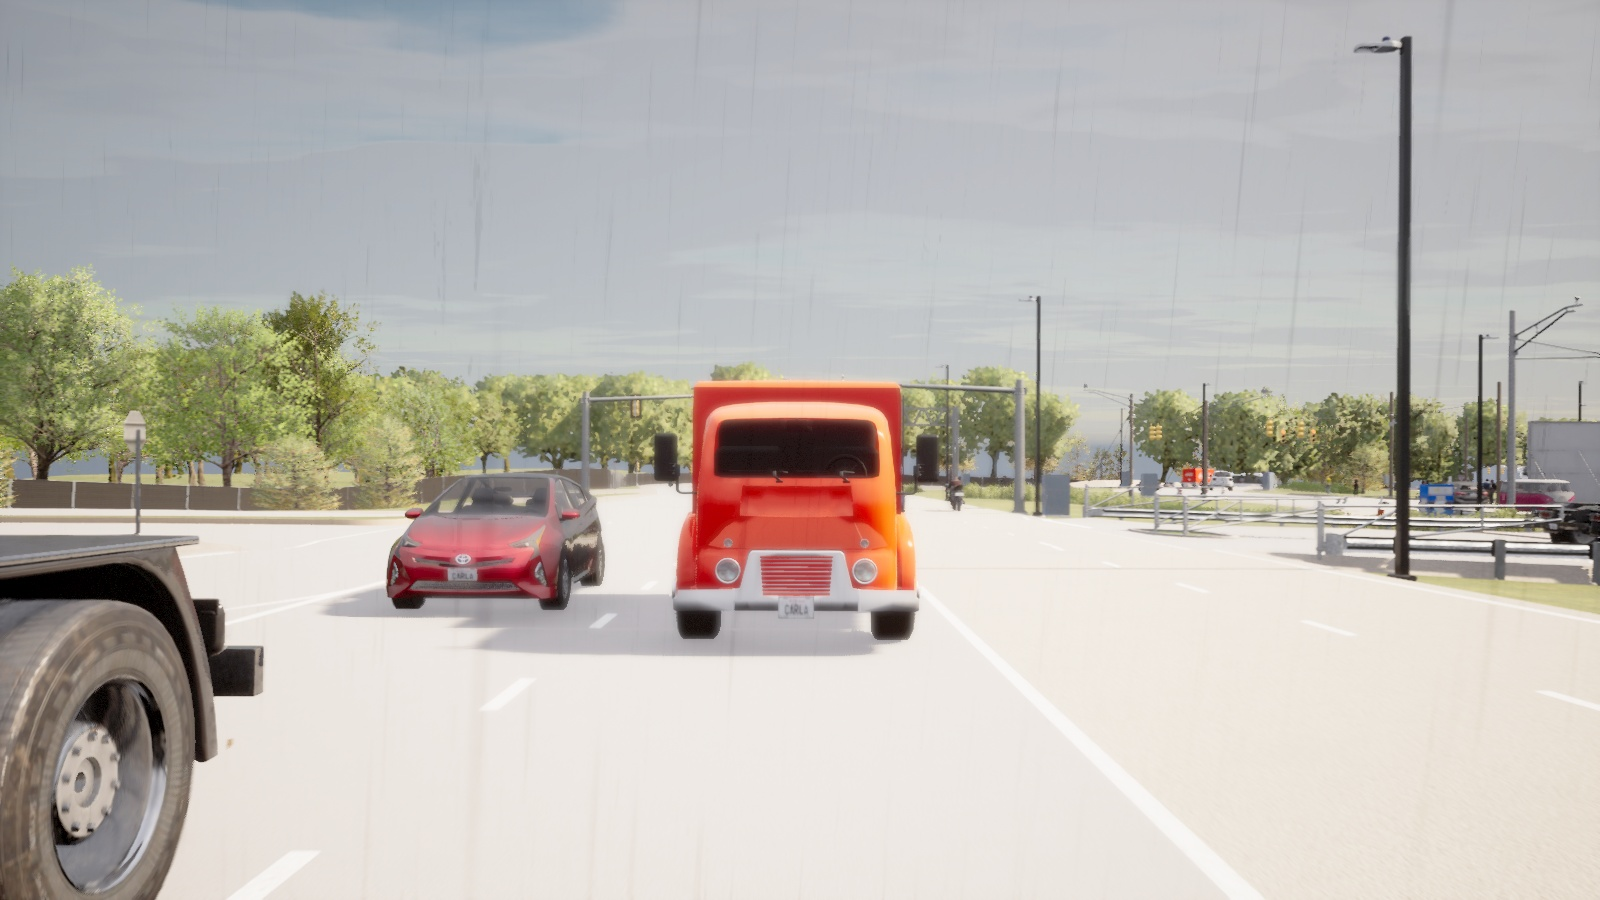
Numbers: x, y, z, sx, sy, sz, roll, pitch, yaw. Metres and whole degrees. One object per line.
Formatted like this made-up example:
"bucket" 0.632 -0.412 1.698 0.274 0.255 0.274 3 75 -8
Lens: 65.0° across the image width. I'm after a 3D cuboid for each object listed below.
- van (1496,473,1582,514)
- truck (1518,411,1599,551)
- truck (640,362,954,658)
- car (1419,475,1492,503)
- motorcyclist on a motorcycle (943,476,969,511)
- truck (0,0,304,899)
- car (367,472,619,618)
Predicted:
"van" 37.947 2.205 64.596 1.775 1.987 4.442 0 -1 0
"truck" 23.424 0.841 32.596 7.936 3.462 2.891 1 -1 -1
"truck" -0.034 0.549 13.116 2.627 2.467 5.204 0 -1 0
"car" 41.497 2.436 79.631 2.242 1.667 4.611 0 -1 0
"motorcyclist on a motorcycle" 6.870 1.902 55.282 0.866 1.530 2.191 0 -1 0
"truck" -3.507 -0.132 1.263 2.891 3.462 7.936 0 -1 0
"car" -3.538 1.034 15.404 2.007 1.525 4.514 0 -1 0
